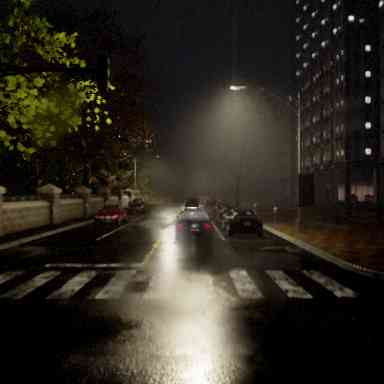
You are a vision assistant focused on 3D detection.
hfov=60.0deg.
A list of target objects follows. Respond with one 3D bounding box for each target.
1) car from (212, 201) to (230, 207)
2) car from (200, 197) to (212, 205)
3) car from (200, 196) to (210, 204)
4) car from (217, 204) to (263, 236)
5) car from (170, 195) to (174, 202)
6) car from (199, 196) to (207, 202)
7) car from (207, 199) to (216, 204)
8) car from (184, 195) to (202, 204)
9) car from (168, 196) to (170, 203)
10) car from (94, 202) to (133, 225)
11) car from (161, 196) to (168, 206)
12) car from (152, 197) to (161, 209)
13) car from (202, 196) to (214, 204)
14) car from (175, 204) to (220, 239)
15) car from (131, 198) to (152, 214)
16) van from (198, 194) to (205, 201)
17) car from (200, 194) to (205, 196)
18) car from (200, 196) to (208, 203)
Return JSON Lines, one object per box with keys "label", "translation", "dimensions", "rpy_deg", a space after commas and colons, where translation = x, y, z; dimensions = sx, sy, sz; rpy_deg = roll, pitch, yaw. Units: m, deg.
{"label": "car", "translation": [2.684, 1.586, 23.815], "dimensions": [1.947, 1.339, 4.313], "rpy_deg": [0, 0, 0]}
{"label": "car", "translation": [2.671, 1.629, 63.241], "dimensions": [2.008, 1.369, 4.403], "rpy_deg": [0, 0, 0]}
{"label": "car", "translation": [2.670, 1.640, 68.873], "dimensions": [2.008, 1.369, 4.403], "rpy_deg": [0, 0, 0]}
{"label": "car", "translation": [2.685, 1.581, 18.182], "dimensions": [1.947, 1.339, 4.313], "rpy_deg": [0, 0, 0]}
{"label": "car", "translation": [-5.712, 1.645, 74.503], "dimensions": [1.887, 1.381, 4.507], "rpy_deg": [0, 0, 0]}
{"label": "car", "translation": [2.667, 1.694, 80.138], "dimensions": [1.802, 1.307, 4.206], "rpy_deg": [0, 0, 0]}
{"label": "car", "translation": [2.682, 1.592, 29.447], "dimensions": [1.947, 1.339, 4.313], "rpy_deg": [0, 0, 0]}
{"label": "car", "translation": [-0.013, 1.525, 45.316], "dimensions": [1.882, 1.535, 5.008], "rpy_deg": [0, 0, 0]}
{"label": "car", "translation": [-5.709, 1.623, 63.238], "dimensions": [1.887, 1.381, 4.507], "rpy_deg": [0, 0, 0]}
{"label": "car", "translation": [-5.697, 1.602, 23.812], "dimensions": [1.802, 1.307, 4.206], "rpy_deg": [0, 0, 0]}
{"label": "car", "translation": [-5.706, 1.508, 57.606], "dimensions": [1.967, 1.590, 4.097], "rpy_deg": [0, 0, 0]}
{"label": "car", "translation": [-5.703, 1.574, 46.173], "dimensions": [1.752, 1.417, 4.829], "rpy_deg": [0, 0, 0]}
{"label": "car", "translation": [2.677, 1.594, 46.345], "dimensions": [1.887, 1.381, 4.507], "rpy_deg": [0, 0, 0]}
{"label": "car", "translation": [0.094, 1.561, 17.299], "dimensions": [2.033, 1.411, 5.357], "rpy_deg": [0, 0, 0]}
{"label": "car", "translation": [-5.699, 1.473, 35.077], "dimensions": [1.967, 1.590, 4.097], "rpy_deg": [0, 0, 0]}
{"label": "van", "translation": [2.663, 1.481, 91.404], "dimensions": [1.690, 1.788, 3.998], "rpy_deg": [0, 0, 0]}
{"label": "car", "translation": [2.676, 1.498, 51.977], "dimensions": [1.967, 1.590, 4.097], "rpy_deg": [0, 0, 0]}
{"label": "car", "translation": [2.668, 1.682, 74.506], "dimensions": [1.802, 1.307, 4.206], "rpy_deg": [0, 0, 0]}
